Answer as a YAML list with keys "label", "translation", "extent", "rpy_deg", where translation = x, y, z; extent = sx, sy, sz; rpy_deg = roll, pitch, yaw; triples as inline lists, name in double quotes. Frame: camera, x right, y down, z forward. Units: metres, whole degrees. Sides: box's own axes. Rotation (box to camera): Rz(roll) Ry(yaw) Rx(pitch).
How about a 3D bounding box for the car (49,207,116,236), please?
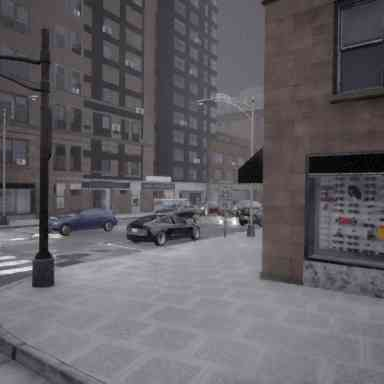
- label: "car"
  translation: [-6.458, 1.634, 19.499]
  extent: [1.812, 1.442, 4.674]
  rpy_deg: [1, 0, 38]

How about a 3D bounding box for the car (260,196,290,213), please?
- label: "car"
  translation: [10.916, 1.570, 43.478]
  extent: [2.150, 2.045, 5.566]
  rpy_deg: [1, 0, 33]

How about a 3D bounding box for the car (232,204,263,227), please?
- label: "car"
  translation: [5.118, 1.850, 25.358]
  extent: [1.947, 1.339, 4.313]
  rpy_deg: [0, 0, 36]

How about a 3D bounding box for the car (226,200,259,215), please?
- label: "car"
  translation: [4.786, 1.613, 35.036]
  extent: [2.097, 1.767, 4.553]
  rpy_deg: [1, 0, 36]

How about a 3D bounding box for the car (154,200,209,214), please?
- label: "car"
  translation: [-1.085, 1.671, 26.933]
  extent: [2.128, 1.511, 4.902]
  rpy_deg: [1, 0, 36]

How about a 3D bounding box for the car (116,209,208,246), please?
- label: "car"
  translation: [-1.323, 1.764, 16.449]
  extent: [1.947, 1.339, 4.313]
  rpy_deg: [0, 0, 36]

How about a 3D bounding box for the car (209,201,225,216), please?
- label: "car"
  translation: [1.431, 1.645, 34.807]
  extent: [1.967, 1.590, 4.097]
  rpy_deg: [0, 0, 36]
